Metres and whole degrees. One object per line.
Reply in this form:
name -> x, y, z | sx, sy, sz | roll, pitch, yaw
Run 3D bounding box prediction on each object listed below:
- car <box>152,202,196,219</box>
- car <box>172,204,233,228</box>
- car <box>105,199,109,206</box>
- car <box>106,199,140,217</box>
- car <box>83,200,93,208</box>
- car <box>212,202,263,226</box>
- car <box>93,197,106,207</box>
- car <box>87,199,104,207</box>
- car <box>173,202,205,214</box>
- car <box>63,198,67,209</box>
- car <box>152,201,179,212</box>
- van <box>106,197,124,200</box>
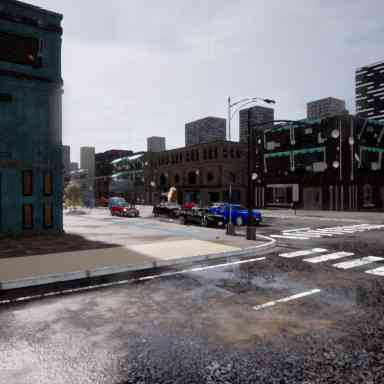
car -> -2.188, 1.813, 33.294 | 2.128, 1.511, 4.902 | -1, 0, -35
car -> 0.682, 1.814, 24.561 | 1.947, 1.339, 4.313 | -2, 0, -35
car -> -8.776, 1.998, 42.575 | 2.033, 1.411, 5.357 | -1, 0, -35
car -> -7.262, 1.847, 35.941 | 1.967, 1.590, 4.097 | -1, 0, -35
car -> -19.522, 2.194, 63.217 | 1.812, 1.442, 4.674 | -1, 0, -35
car -> 3.209, 1.693, 25.697 | 1.882, 1.535, 5.008 | -1, 0, -36
car -> -16.470, 1.940, 63.355 | 2.192, 1.841, 5.009 | -1, 0, -35
car -> -19.672, 2.228, 67.867 | 1.887, 1.381, 4.507 | -1, 0, -35
car -> -0.430, 1.904, 40.799 | 1.802, 1.307, 4.206 | -2, 0, -35
car -> -23.196, 2.233, 58.360 | 1.752, 1.417, 4.829 | -1, 0, -35
car -> -3.636, 1.966, 45.310 | 1.802, 1.307, 4.206 | -2, 0, -35
van -> -13.263, 1.907, 58.844 | 1.690, 1.788, 3.998 | -1, 0, -35
